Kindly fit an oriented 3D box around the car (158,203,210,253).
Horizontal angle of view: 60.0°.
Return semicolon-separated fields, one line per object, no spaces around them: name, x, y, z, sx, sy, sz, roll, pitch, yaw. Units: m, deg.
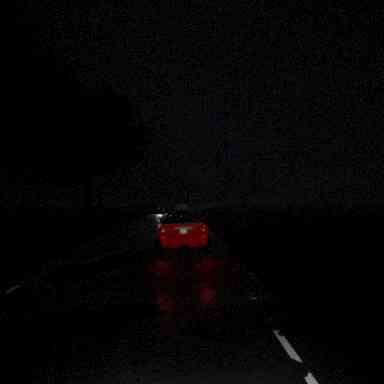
car;-0.402;1.567;15.087;2.097;1.767;4.553;-2;0;-2
